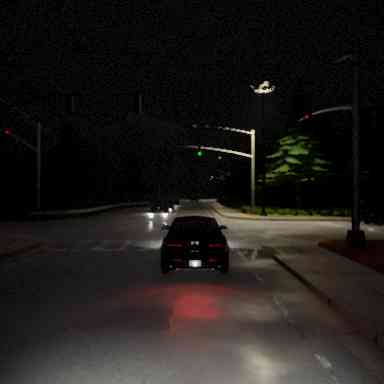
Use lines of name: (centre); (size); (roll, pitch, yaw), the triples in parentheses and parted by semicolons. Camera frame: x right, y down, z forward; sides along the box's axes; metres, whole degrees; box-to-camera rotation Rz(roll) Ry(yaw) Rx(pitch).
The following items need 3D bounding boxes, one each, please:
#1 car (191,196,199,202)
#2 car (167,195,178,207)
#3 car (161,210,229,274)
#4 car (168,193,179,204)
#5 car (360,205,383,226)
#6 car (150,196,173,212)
car: (0.631, 1.539, 76.574); (2.033, 1.411, 5.357); (0, 0, 2)
car: (-3.589, 1.547, 48.562); (2.033, 1.411, 5.357); (0, 0, 0)
car: (0.085, 1.505, 10.580); (1.837, 1.490, 4.892); (0, 0, 0)
car: (-3.444, 1.221, 59.193); (2.150, 2.045, 5.566); (0, 0, 1)
car: (14.286, 1.504, 23.314); (5.008, 1.535, 1.882); (0, 0, 1)
car: (-3.604, 1.504, 38.115); (1.837, 1.490, 4.892); (0, 0, 0)
